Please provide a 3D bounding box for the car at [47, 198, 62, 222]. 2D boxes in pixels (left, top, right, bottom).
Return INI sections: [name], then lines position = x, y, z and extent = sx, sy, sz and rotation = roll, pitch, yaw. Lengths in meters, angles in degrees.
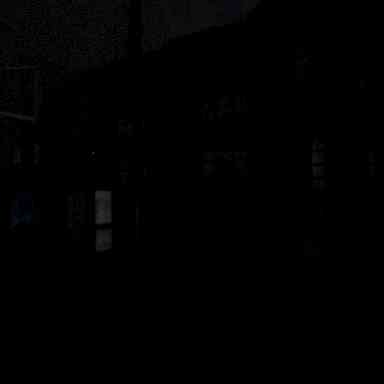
[car]
position = -13.082, 1.515, 27.464
extent = 2.150, 2.045, 5.566
rotation = -1, -1, 35
